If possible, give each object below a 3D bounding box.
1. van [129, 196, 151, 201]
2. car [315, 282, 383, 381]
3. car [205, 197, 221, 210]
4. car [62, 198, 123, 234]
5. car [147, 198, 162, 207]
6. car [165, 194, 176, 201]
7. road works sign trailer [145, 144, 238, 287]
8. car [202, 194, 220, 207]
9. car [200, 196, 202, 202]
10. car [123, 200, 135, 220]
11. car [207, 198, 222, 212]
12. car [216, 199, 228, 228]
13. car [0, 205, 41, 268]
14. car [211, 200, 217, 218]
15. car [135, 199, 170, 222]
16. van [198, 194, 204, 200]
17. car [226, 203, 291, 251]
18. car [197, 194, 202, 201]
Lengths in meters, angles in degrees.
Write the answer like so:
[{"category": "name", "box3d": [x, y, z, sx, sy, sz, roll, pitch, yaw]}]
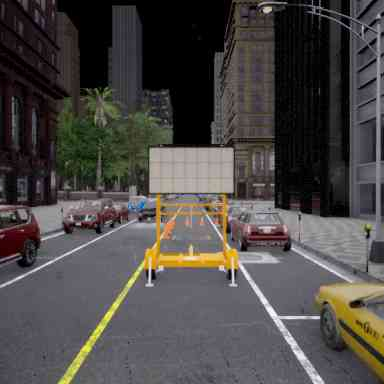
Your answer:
[{"category": "van", "box3d": [-5.827, 1.349, 35.758, 1.690, 1.788, 3.998, 0, 0, 0]}, {"category": "car", "box3d": [2.753, 1.525, 3.378, 1.752, 1.417, 4.829, 0, 0, 0]}, {"category": "car", "box3d": [2.699, 1.533, 35.928, 1.752, 1.417, 4.829, 0, 0, 0]}, {"category": "car", "box3d": [-5.800, 1.317, 19.480, 2.192, 1.841, 5.009, 0, 0, 0]}, {"category": "car", "box3d": [-5.853, 1.593, 52.037, 1.802, 1.307, 4.206, 0, 0, 0]}, {"category": "car", "box3d": [-5.906, 1.556, 83.896, 2.008, 1.369, 4.403, 0, 0, 0]}, {"category": "road works sign trailer", "box3d": [-0.016, 0.464, 9.327, 2.380, 3.560, 2.880, 0, 0, 0]}, {"category": "car", "box3d": [2.689, 1.324, 41.183, 2.192, 1.841, 5.009, 0, 0, 0]}, {"category": "car", "box3d": [2.672, 1.576, 52.033, 1.947, 1.339, 4.313, 0, 0, 0]}, {"category": "car", "box3d": [-5.808, 1.548, 24.906, 1.887, 1.381, 4.507, 0, 0, 0]}, {"category": "car", "box3d": [2.708, 1.556, 30.332, 2.008, 1.369, 4.403, 0, 0, 0]}, {"category": "car", "box3d": [2.726, 1.441, 19.483, 1.967, 1.590, 4.097, 0, 0, 0]}, {"category": "car", "box3d": [-5.782, 1.315, 8.628, 2.192, 1.841, 5.009, 0, 0, 0]}, {"category": "car", "box3d": [2.716, 1.548, 24.908, 1.887, 1.381, 4.507, 0, 0, 0]}, {"category": "car", "box3d": [-3.045, 1.551, 26.377, 2.033, 1.411, 5.357, 0, 0, 0]}, {"category": "van", "box3d": [2.601, 1.341, 94.731, 1.690, 1.788, 3.998, 0, 0, 0]}, {"category": "car", "box3d": [2.735, 1.440, 14.057, 1.967, 1.590, 4.097, 0, 0, 0]}, {"category": "car", "box3d": [2.629, 1.573, 78.470, 1.947, 1.339, 4.313, 0, 0, 0]}]
